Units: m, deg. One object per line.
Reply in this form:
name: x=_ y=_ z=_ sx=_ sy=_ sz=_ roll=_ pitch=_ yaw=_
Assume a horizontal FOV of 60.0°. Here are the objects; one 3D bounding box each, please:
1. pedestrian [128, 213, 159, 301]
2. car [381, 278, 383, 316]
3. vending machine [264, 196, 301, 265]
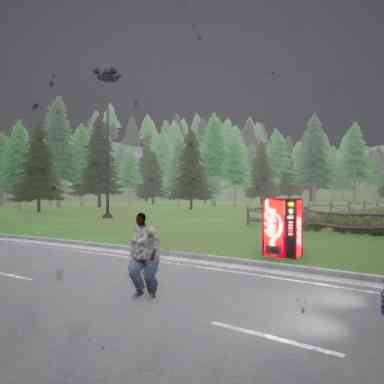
pedestrian: x=-0.988 y=1.294 z=6.769 sx=0.375 sy=1.860 sz=0.375 roll=0 pitch=0 yaw=33
car: x=5.174 y=1.526 z=4.392 sx=4.674 sy=1.442 sz=1.812 roll=0 pitch=0 yaw=36
vending machine: x=2.982 y=1.195 z=10.958 sx=0.880 sy=2.100 sz=1.100 roll=0 pitch=0 yaw=33
